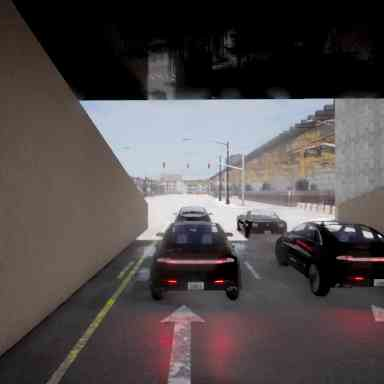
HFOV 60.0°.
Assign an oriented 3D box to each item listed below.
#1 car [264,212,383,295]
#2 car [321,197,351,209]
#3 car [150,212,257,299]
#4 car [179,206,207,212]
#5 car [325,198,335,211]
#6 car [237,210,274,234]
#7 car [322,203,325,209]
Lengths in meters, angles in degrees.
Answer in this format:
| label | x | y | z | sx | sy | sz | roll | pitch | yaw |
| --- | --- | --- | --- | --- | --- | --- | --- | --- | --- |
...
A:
| label | x | y | z | sx | sy | sz | roll | pitch | yaw |
| --- | --- | --- | --- | --- | --- | --- | --- | --- | --- |
| car | 3.567 | 1.491 | 8.680 | 2.128 | 1.511 | 4.902 | 0 | 0 | 0 |
| car | 17.460 | 1.295 | 40.186 | 1.853 | 1.218 | 4.536 | 0 | 0 | 45 |
| car | 0.067 | 1.492 | 8.467 | 2.128 | 1.511 | 4.902 | 0 | 0 | 0 |
| car | 0.049 | 1.505 | 17.587 | 1.837 | 1.490 | 4.892 | 0 | 0 | 0 |
| car | 17.332 | 1.453 | 35.542 | 2.038 | 1.542 | 4.974 | 0 | 0 | -35 |
| car | 3.549 | 1.601 | 17.833 | 1.895 | 1.301 | 4.718 | 0 | 0 | 0 |
| car | 17.424 | 1.452 | 40.149 | 2.038 | 1.542 | 4.974 | 0 | 0 | 45 |
